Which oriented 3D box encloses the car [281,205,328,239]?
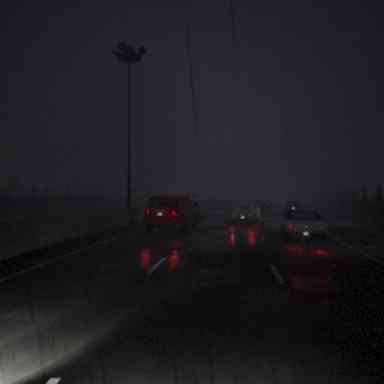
[{"bbox_3d":[5.659,1.601,17.329,1.895,1.301,4.718,0,0,12],"label":"car"}]

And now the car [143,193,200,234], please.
[{"bbox_3d":[-1.041,1.200,19.339,2.150,2.045,5.566,0,0,12],"label":"car"}]

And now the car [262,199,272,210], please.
[{"bbox_3d":[9.018,1.535,41.805,2.033,1.411,5.357,0,0,17],"label":"car"}]

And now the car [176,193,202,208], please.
[{"bbox_3d":[-0.369,1.167,47.396,2.150,2.045,5.566,0,0,17],"label":"car"}]

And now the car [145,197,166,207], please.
[{"bbox_3d":[-5.831,1.544,53.531,1.994,1.385,4.181,0,0,17],"label":"car"}]

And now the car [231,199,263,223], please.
[{"bbox_3d":[4.111,1.514,25.144,1.812,1.442,4.674,0,0,15],"label":"car"}]

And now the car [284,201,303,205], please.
[{"bbox_3d":[10.340,1.562,34.004,1.994,1.385,4.181,0,0,17],"label":"car"}]

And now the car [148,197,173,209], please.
[{"bbox_3d":[-4.354,1.470,46.351,1.812,1.442,4.674,0,0,17],"label":"car"}]
